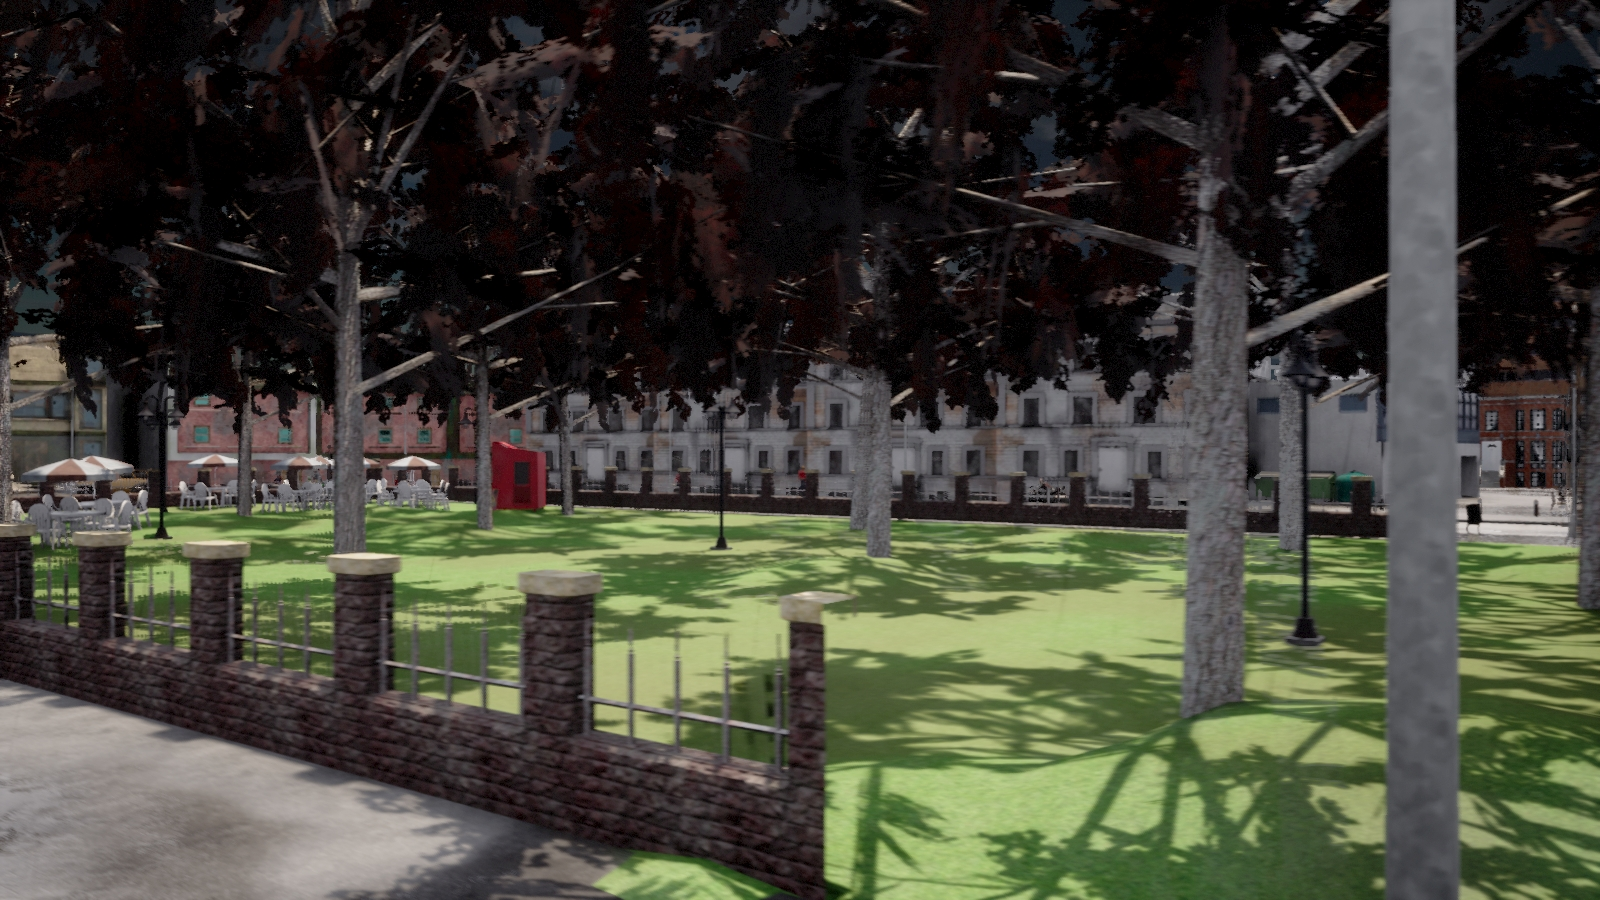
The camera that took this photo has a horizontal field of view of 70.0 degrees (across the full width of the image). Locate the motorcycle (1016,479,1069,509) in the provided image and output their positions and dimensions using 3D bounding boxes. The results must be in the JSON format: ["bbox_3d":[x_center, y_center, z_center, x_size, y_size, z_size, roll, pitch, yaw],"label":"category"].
[{"bbox_3d":[11.036,1.988,51.992,2.209,1.251,0.867,0,0,35],"label":"motorcycle"}]

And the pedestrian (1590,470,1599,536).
[{"bbox_3d":[23.026,1.524,32.946,0.375,1.860,0.375,0,0,38],"label":"pedestrian"}]

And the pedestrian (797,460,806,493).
[{"bbox_3d":[0.082,1.529,65.067,0.375,1.860,0.375,0,0,31],"label":"pedestrian"}]

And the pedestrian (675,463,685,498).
[{"bbox_3d":[-6.434,1.633,61.288,0.375,1.860,0.375,0,0,17],"label":"pedestrian"}]

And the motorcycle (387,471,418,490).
[{"bbox_3d":[-25.702,1.971,73.911,1.805,1.236,0.856,0,1,-8],"label":"motorcycle"}]

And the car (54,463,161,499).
[{"bbox_3d":[-37.591,1.651,62.106,1.932,1.855,4.605,0,0,37],"label":"car"}]
